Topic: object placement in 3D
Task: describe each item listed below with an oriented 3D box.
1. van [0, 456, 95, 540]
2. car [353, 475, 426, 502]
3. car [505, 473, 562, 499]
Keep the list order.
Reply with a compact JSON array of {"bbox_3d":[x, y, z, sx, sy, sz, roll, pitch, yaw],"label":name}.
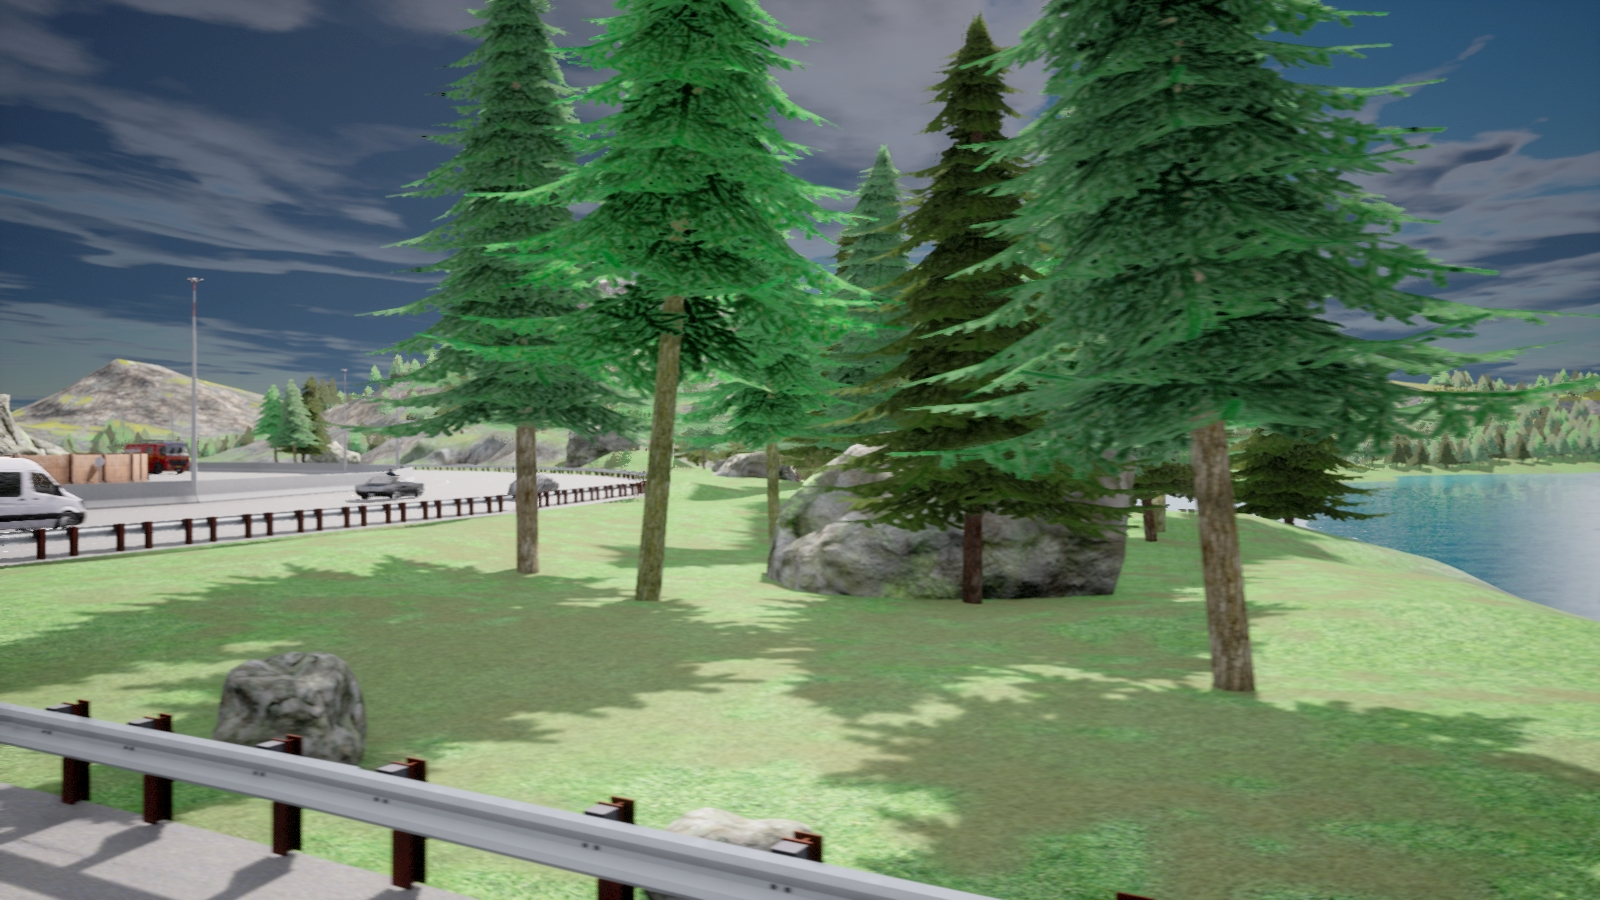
[{"bbox_3d":[-25.700,1.503,36.224,1.988,2.561,5.915,0,0,16],"label":"van"},{"bbox_3d":[-22.747,2.107,63.529,1.895,1.301,4.718,0,0,8],"label":"car"},{"bbox_3d":[-15.418,2.071,66.386,1.994,1.385,4.181,0,0,5],"label":"car"}]
